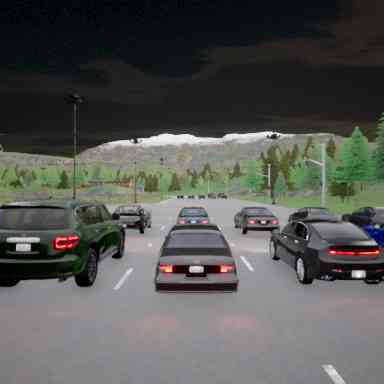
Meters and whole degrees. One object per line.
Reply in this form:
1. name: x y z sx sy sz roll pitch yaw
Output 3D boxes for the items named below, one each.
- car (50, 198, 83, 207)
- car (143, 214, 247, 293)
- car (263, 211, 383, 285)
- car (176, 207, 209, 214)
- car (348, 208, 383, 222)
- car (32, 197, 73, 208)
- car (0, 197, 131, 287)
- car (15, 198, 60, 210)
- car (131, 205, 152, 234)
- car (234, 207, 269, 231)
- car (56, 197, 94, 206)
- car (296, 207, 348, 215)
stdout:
1. car: -18.837 1.563 50.059 4.181 1.385 1.994 0 0 -2
2. car: 0.080 1.547 8.962 2.033 1.411 5.357 0 0 0
3. car: 3.562 1.505 9.513 1.837 1.490 4.892 0 0 0
4. car: 0.059 1.547 19.028 2.033 1.411 5.357 0 0 0
5. car: 7.078 1.478 10.387 1.882 1.535 5.008 0 0 0
6. car: -19.430 1.504 46.537 4.892 1.490 1.837 0 0 -1
7. car: -3.424 1.221 9.452 2.150 2.045 5.566 0 0 0
8. car: -19.889 1.491 43.018 4.902 1.511 2.128 0 0 -1
9. car: -3.446 1.491 19.199 2.128 1.511 4.902 0 0 0
10. car: 3.553 1.547 19.009 2.033 1.411 5.357 0 0 0
11. car: -18.741 1.547 53.573 5.357 1.411 2.033 0 0 -2
12. car: 7.053 1.564 19.424 1.994 1.385 4.181 0 0 0
